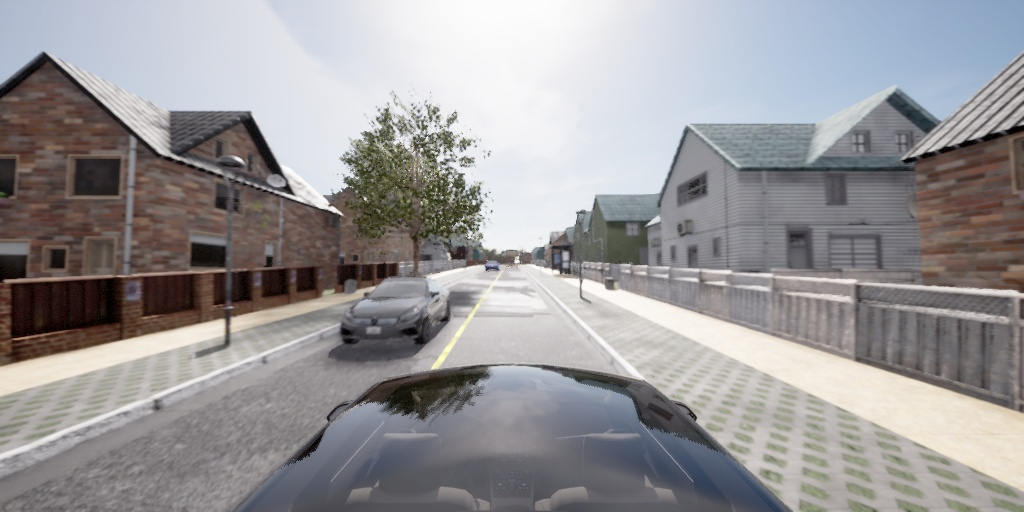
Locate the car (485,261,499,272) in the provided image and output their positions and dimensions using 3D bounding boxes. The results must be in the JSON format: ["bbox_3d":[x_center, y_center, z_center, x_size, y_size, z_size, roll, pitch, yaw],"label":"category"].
[{"bbox_3d":[-2.824,1.412,51.162,1.882,1.535,5.008,0,-1,0],"label":"car"}]

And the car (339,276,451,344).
[{"bbox_3d":[-2.841,1.286,9.728,1.812,1.442,4.674,0,0,0],"label":"car"}]
